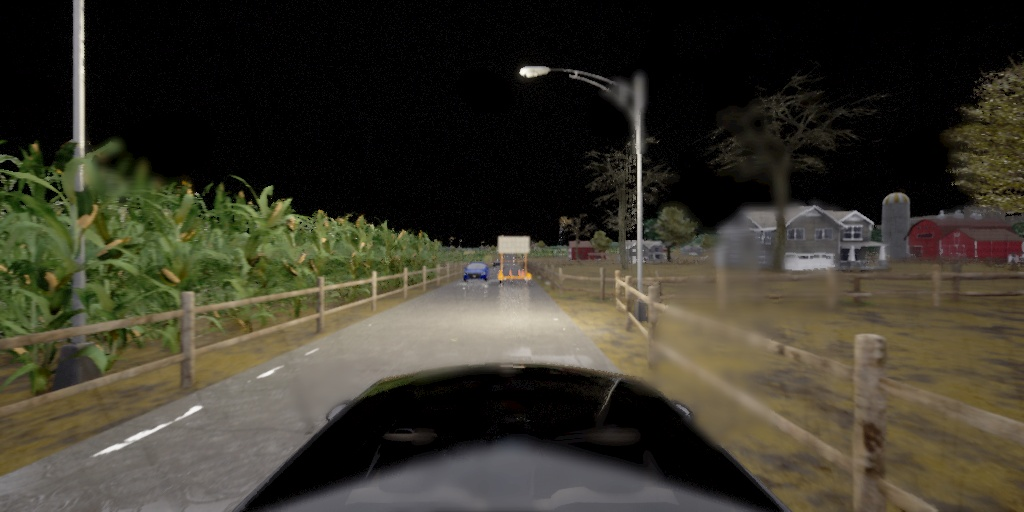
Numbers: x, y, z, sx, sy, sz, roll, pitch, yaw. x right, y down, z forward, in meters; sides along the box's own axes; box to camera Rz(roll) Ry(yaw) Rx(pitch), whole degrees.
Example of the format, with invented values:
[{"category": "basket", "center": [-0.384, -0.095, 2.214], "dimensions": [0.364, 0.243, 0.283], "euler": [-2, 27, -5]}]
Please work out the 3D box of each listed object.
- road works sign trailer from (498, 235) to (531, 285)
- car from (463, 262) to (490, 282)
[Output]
[{"category": "road works sign trailer", "center": [0.122, 0.246, 26.315], "dimensions": [2.380, 3.560, 2.880], "euler": [0, 0, -5]}, {"category": "car", "center": [-2.842, 1.272, 29.539], "dimensions": [1.882, 1.535, 5.008], "euler": [0, 0, 0]}]
